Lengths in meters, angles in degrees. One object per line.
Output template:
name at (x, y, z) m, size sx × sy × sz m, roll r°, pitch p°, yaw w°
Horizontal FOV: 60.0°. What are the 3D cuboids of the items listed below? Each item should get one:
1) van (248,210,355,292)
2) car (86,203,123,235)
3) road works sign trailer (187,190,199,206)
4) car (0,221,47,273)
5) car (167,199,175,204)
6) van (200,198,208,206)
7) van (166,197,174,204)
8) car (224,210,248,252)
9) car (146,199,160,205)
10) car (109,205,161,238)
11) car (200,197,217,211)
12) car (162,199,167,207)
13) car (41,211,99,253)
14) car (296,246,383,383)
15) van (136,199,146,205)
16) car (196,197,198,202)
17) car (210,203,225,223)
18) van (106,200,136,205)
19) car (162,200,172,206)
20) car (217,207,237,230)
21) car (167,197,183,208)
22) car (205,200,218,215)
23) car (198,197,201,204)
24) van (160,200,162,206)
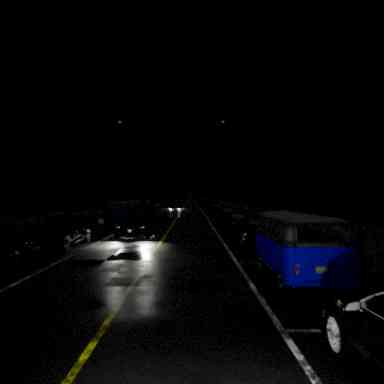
van at (2.759, 1.436, 8.914) m, size 1.690 × 1.788 × 3.998 m, roll 0°, pitch -1°, yaw 0°
car at (-5.768, 1.655, 20.167) m, size 1.967 × 1.590 × 4.097 m, roll 0°, pitch -1°, yaw 0°
road works sign trailer at (-0.014, 1.282, 72.870) m, size 2.380 × 3.560 × 2.880 m, roll 0°, pitch -1°, yaw 0°
car at (-5.766, 1.676, 8.893) m, size 1.802 × 1.307 × 4.206 m, roll 0°, pitch -1°, yaw 0°
car at (-5.782, 2.629, 93.437) m, size 1.947 × 1.339 × 4.313 m, roll 0°, pitch -1°, yaw 0°
van at (2.745, 2.203, 76.544) m, size 1.690 × 1.788 × 3.998 m, roll 0°, pitch -1°, yaw 0°
van at (-5.782, 2.337, 87.803) m, size 1.690 × 1.788 × 3.998 m, roll 0°, pitch -1°, yaw 0°
car at (2.758, 1.706, 14.548) m, size 2.008 × 1.369 × 4.403 m, roll 0°, pitch -1°, yaw 0°
car at (-5.773, 1.781, 42.713) m, size 2.192 × 1.841 × 5.009 m, roll 0°, pitch -1°, yaw 0°
car at (-3.103, 1.707, 18.968) m, size 1.837 × 1.490 × 4.892 m, roll 0°, pitch -1°, yaw 0°
car at (2.751, 1.846, 48.365) m, size 2.192 × 1.841 × 5.009 m, roll 0°, pitch -1°, yaw 0°
car at (-5.777, 2.271, 65.255) m, size 1.887 × 1.381 × 4.507 m, roll 0°, pitch -1°, yaw 0°
car at (-5.767, 1.720, 14.529) m, size 1.947 × 1.339 × 4.313 m, roll 0°, pitch -1°, yaw 0°
car at (2.760, 1.587, 3.275) m, size 2.008 × 1.369 × 4.403 m, roll 0°, pitch -1°, yaw 0°
van at (-5.771, 1.681, 31.440) m, size 1.690 × 1.788 × 3.998 m, roll 0°, pitch -1°, yaw 0°
car at (2.743, 2.437, 87.815) m, size 1.967 × 1.590 × 4.097 m, roll 0°, pitch -1°, yaw 0°
car at (2.756, 1.829, 25.820) m, size 2.008 × 1.369 × 4.403 m, roll 0°, pitch -1°, yaw 0°
van at (-5.770, 1.618, 25.804) m, size 1.690 × 1.788 × 3.998 m, roll 0°, pitch -1°, yaw 0°
car at (-5.779, 2.427, 76.528) m, size 1.947 × 1.339 × 4.313 m, roll 0°, pitch -1°, yaw 0°
car at (2.757, 1.799, 20.183) m, size 1.802 × 1.307 × 4.206 m, roll 0°, pitch -1°, yaw 0°
car at (-3.057, 2.191, 60.092) m, size 1.812 × 1.442 × 4.674 m, roll 0°, pitch -1°, yaw 1°
car at (2.754, 1.949, 37.091) m, size 1.887 × 1.381 × 4.507 m, roll 0°, pitch -1°, yaw 0°
car at (2.747, 2.322, 71.077) m, size 1.752 × 1.417 × 4.829 m, roll 0°, pitch -1°, yaw 0°
van at (-5.774, 1.871, 48.348) m, size 1.690 × 1.788 × 3.998 m, roll 0°, pitch -1°, yaw 0°
